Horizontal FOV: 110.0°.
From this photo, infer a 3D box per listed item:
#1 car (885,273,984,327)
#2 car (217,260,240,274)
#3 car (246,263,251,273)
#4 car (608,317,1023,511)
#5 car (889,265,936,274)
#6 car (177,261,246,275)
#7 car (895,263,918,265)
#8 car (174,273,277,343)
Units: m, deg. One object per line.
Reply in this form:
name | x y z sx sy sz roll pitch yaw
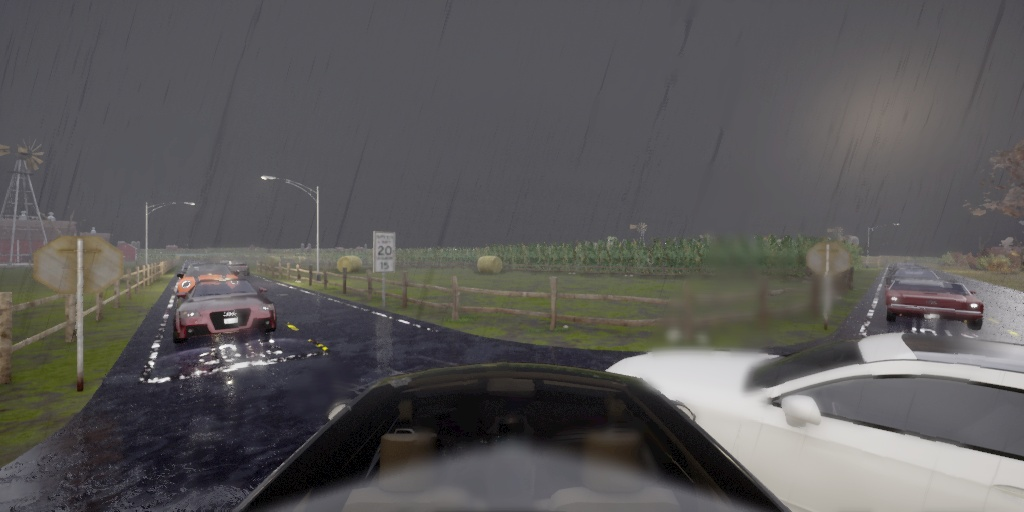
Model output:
car | 13.436 1.402 11.599 4.718 1.301 1.895 0 1 -43
car | -34.019 1.312 42.943 1.837 1.490 4.892 0 0 -42
car | -27.243 1.289 35.535 2.128 1.511 4.902 0 0 -42
car | 2.825 1.294 2.459 1.812 1.442 4.674 0 1 -44
car | 20.464 1.370 18.216 5.357 1.411 2.033 0 1 -43
car | -13.835 1.142 16.405 2.097 1.767 4.553 0 0 -42
car | 27.172 1.410 24.520 4.181 1.385 1.994 0 1 -43
car | -8.011 1.356 9.965 1.994 1.385 4.181 0 0 -43
